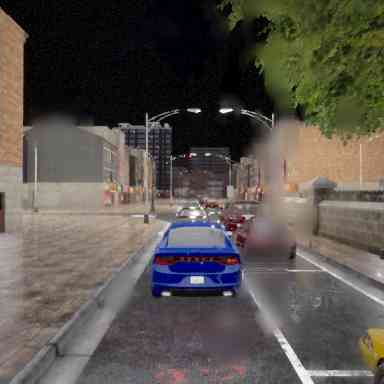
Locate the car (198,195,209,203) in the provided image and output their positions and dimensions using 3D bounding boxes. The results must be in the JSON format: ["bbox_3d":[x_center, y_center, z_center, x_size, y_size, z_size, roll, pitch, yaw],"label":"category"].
[{"bbox_3d":[2.542,1.644,60.578,1.887,1.381,4.507,1,0,0],"label":"car"}]

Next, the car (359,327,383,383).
[{"bbox_3d":[2.644,1.526,1.658,1.752,1.417,4.829,1,0,0],"label":"car"}]

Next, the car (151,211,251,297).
[{"bbox_3d":[0.084,1.480,8.638,1.882,1.535,5.008,0,0,0],"label":"car"}]

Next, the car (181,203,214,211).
[{"bbox_3d":[0.069,1.558,18.578,2.033,1.411,5.357,0,0,0],"label":"car"}]

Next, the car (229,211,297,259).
[{"bbox_3d":[2.625,1.586,12.387,1.802,1.307,4.206,1,0,0],"label":"car"}]

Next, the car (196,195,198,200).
[{"bbox_3d":[2.535,1.432,66.016,2.192,1.841,5.009,1,0,0],"label":"car"}]

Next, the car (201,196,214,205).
[{"bbox_3d":[2.570,1.599,44.267,1.887,1.381,4.507,1,0,0],"label":"car"}]

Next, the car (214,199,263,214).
[{"bbox_3d":[2.618,1.324,17.837,2.192,1.841,5.009,1,0,0],"label":"car"}]

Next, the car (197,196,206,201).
[{"bbox_3d":[2.495,1.752,87.765,2.008,1.369,4.403,0,0,0],"label":"car"}]

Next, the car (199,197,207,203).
[{"bbox_3d":[2.514,1.738,76.890,1.802,1.307,4.206,0,0,0],"label":"car"}]
